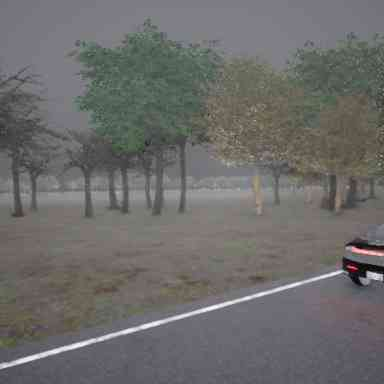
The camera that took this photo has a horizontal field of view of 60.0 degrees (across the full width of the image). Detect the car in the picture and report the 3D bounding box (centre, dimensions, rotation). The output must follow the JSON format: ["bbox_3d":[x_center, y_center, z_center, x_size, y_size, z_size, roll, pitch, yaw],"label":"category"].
[{"bbox_3d":[5.474,1.356,7.773,4.902,1.511,2.128,-1,1,-35],"label":"car"}]
